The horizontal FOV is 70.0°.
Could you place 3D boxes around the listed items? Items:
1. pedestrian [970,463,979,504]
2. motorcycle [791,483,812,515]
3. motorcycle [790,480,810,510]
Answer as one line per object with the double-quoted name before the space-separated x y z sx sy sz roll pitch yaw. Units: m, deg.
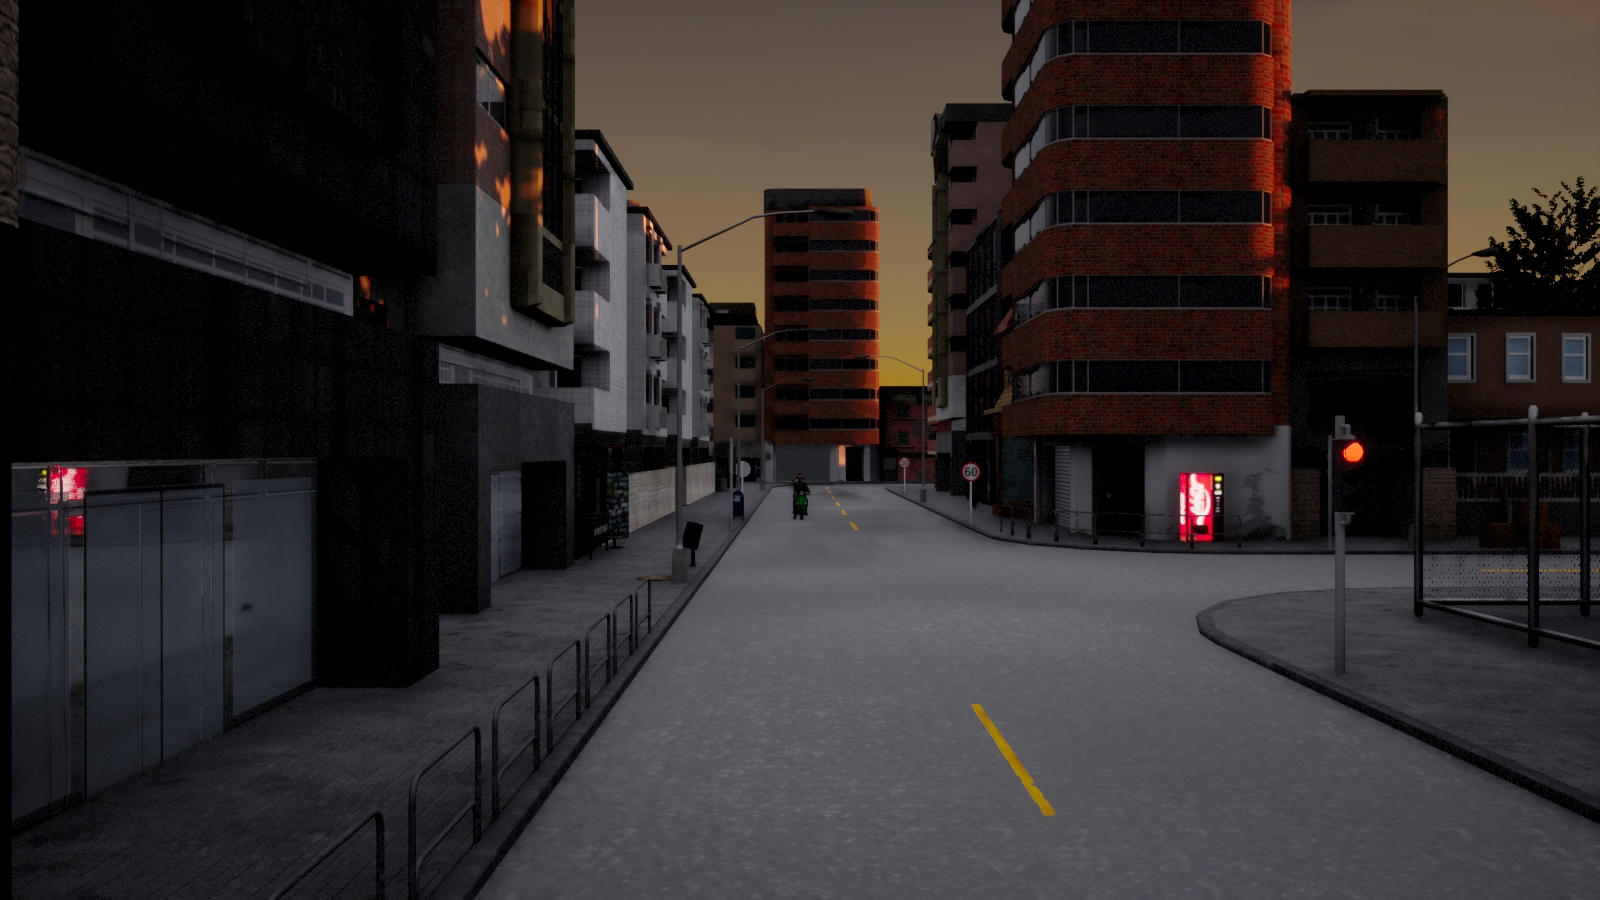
"pedestrian" 8.043 1.533 52.596 0.375 1.860 0.375 0 0 7
"motorcycle" 0.063 1.970 46.521 0.856 1.236 1.805 0 0 0
"motorcycle" 0.019 1.970 50.389 0.856 1.236 1.805 0 0 0
